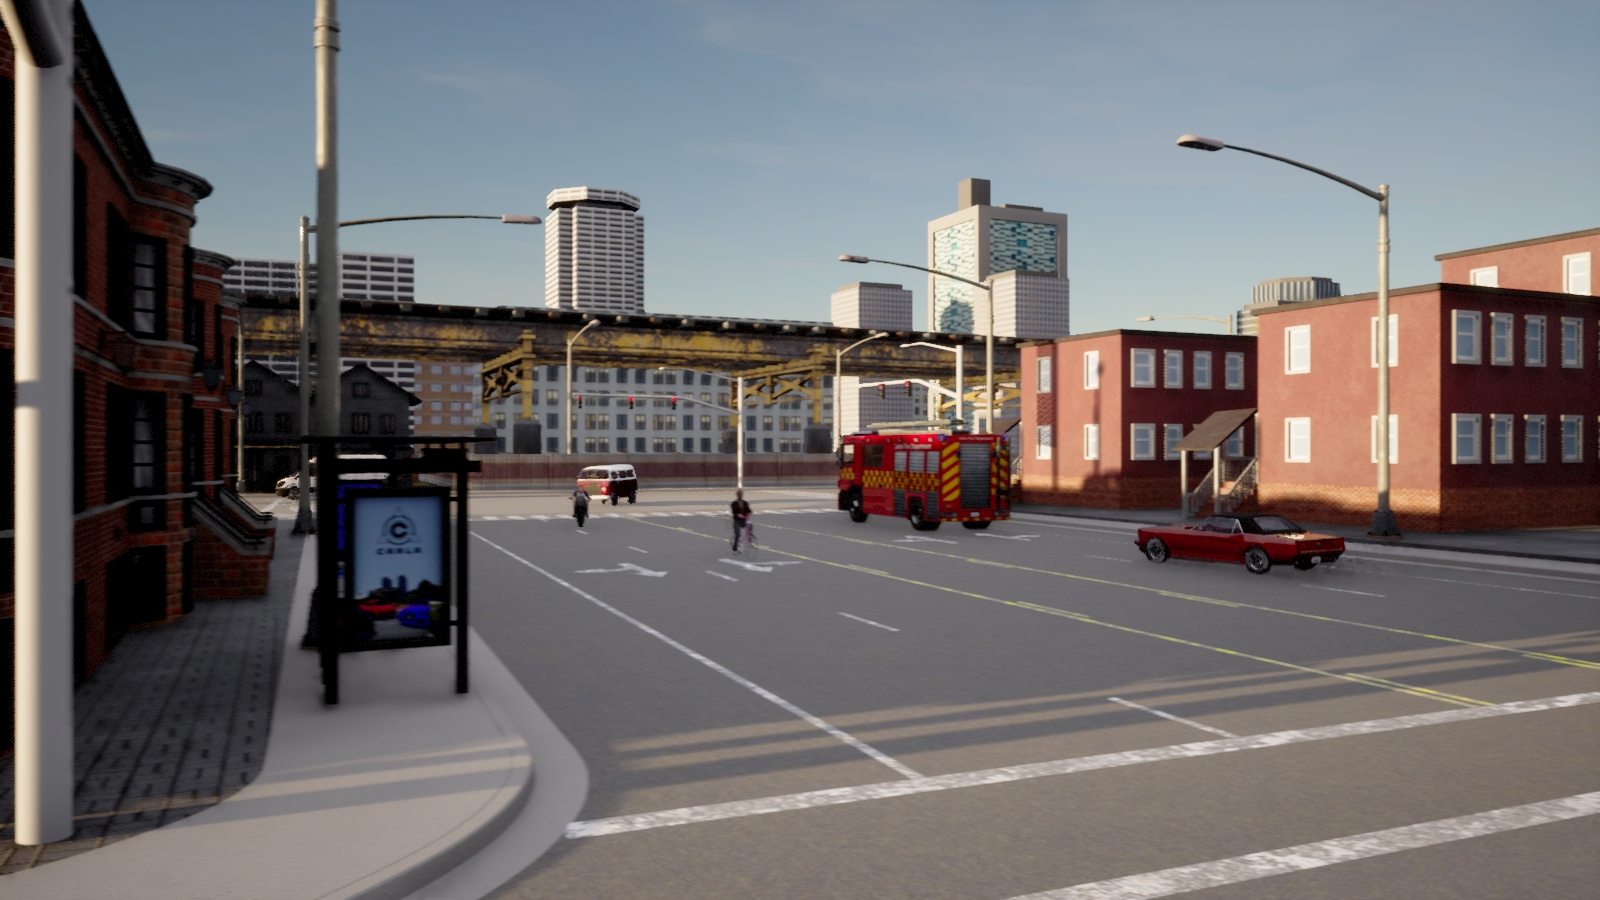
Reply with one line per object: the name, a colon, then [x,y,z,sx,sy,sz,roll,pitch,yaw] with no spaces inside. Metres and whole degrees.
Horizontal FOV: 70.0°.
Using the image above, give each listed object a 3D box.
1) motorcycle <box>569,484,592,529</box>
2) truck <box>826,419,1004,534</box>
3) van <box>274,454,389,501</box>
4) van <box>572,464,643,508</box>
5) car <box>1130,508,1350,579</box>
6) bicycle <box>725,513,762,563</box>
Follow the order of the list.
motorcycle: [-7.989,2.029,41.535,0.803,1.505,2.033,0,0,-11]
truck: [4.033,0.886,42.556,2.891,3.827,8.468,0,0,-23]
van: [-26.377,1.529,64.418,5.915,2.561,1.988,0,0,-23]
van: [-9.656,1.777,57.652,2.069,2.038,4.480,-1,0,12]
car: [10.365,2.151,27.281,1.895,1.301,4.718,0,0,-31]
bicycle: [-1.453,2.230,29.229,0.329,1.126,1.835,0,0,-23]
